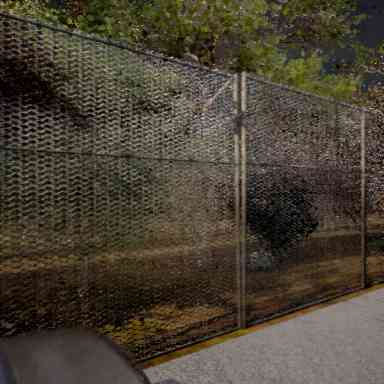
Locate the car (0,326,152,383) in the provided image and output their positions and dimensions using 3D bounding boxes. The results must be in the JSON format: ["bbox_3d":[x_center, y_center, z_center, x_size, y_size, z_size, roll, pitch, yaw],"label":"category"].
[{"bbox_3d":[-2.602,1.547,1.214,5.357,1.411,2.033,0,0,-36],"label":"car"}]
